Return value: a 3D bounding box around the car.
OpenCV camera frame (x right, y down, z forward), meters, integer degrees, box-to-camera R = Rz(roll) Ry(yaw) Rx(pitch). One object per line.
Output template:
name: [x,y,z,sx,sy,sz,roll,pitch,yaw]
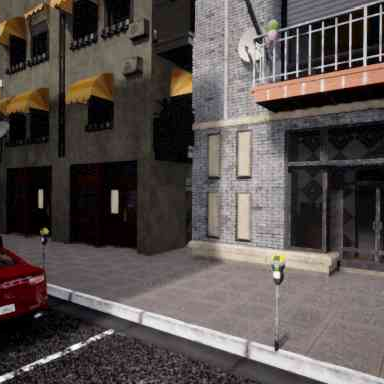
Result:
car: [-4.460,1.544,6.051,4.507,1.381,1.887,0,1,36]
